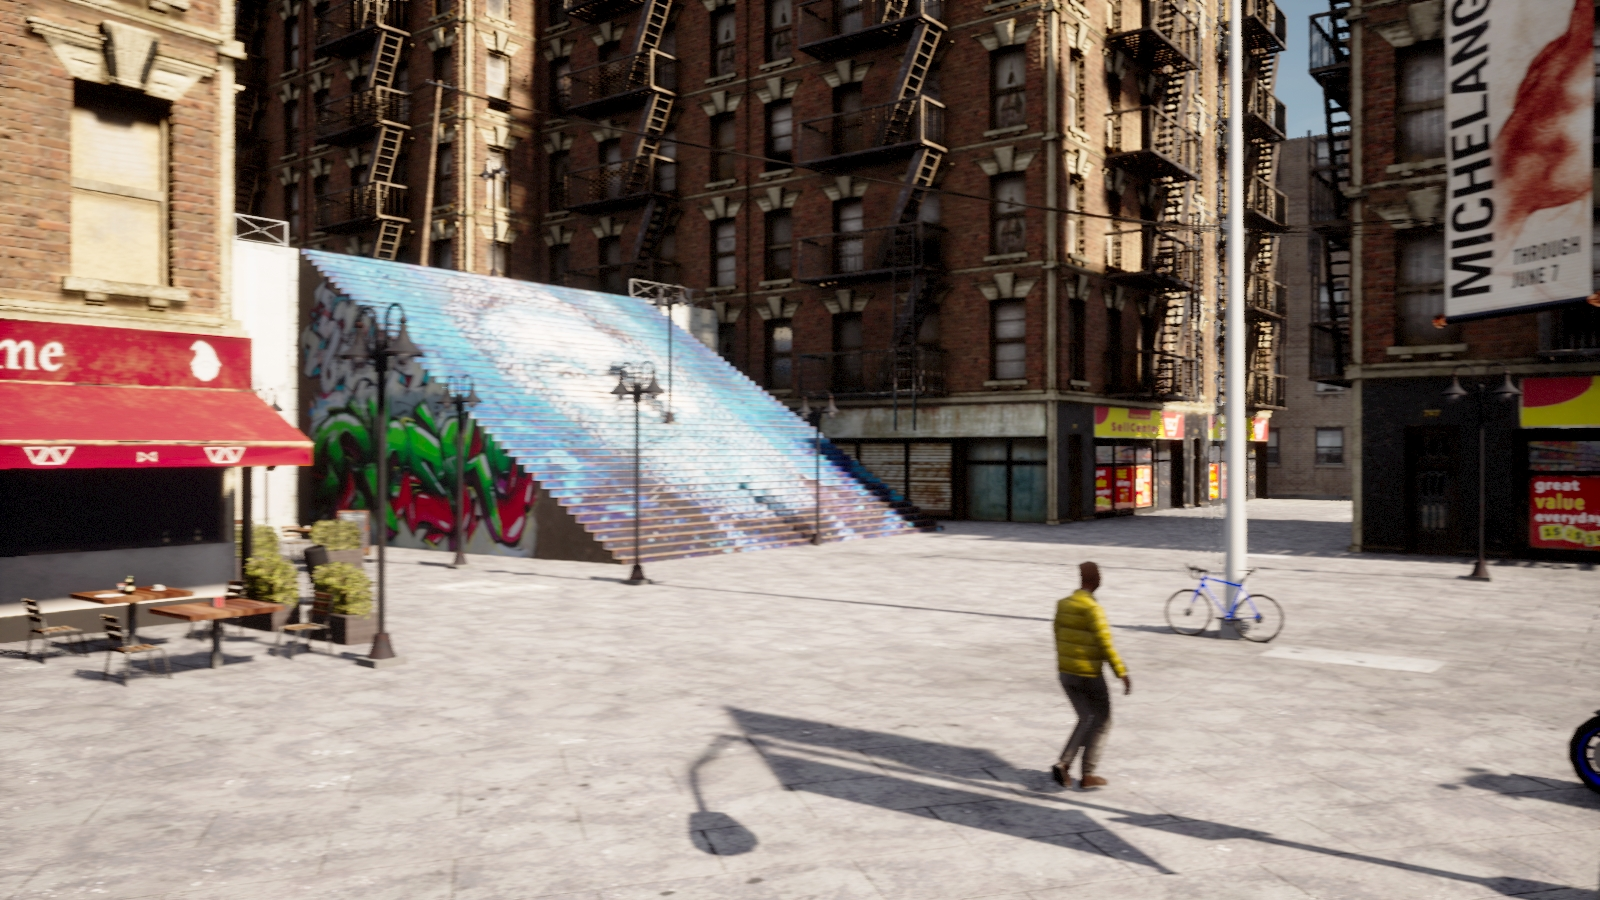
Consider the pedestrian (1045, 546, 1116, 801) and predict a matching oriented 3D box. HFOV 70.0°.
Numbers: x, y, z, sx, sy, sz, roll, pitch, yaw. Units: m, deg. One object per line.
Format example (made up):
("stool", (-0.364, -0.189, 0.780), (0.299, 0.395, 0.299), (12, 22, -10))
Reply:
("pedestrian", (2.162, 1.694, 8.806), (0.375, 1.860, 0.375), (0, 0, -32))
